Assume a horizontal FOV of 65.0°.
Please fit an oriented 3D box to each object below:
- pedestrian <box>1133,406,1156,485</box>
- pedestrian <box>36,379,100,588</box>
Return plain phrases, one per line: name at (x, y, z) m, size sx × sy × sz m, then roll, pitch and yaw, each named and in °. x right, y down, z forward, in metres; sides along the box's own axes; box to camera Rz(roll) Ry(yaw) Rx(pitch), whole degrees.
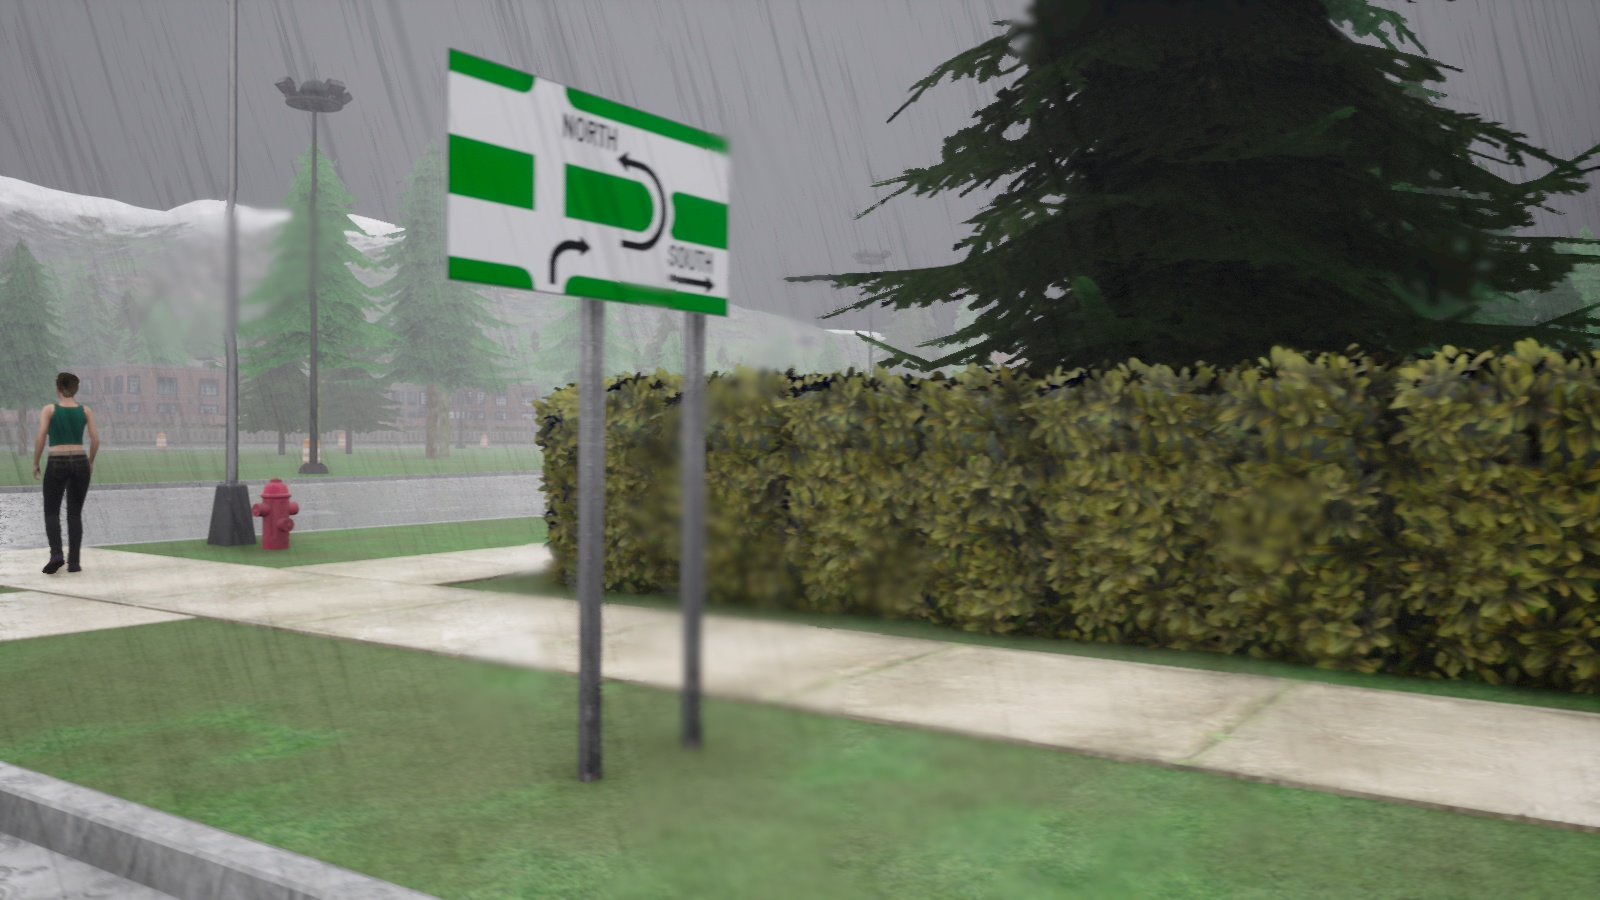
pedestrian at (8.107, -0.101, 29.529) m, size 0.345 × 1.836 × 0.594 m, roll 0°, pitch 1°, yaw 35°
pedestrian at (-6.626, 0.294, 11.365) m, size 0.345 × 1.836 × 0.594 m, roll -1°, pitch 1°, yaw -44°
